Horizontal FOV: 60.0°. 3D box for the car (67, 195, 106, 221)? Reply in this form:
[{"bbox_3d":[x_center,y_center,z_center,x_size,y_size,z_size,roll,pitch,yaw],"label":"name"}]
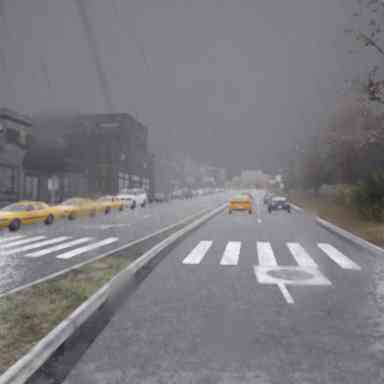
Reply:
[{"bbox_3d":[-8.626,1.140,24.328,1.946,1.575,5.366,0,1,11],"label":"car"}]

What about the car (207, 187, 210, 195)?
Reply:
[{"bbox_3d":[2.573,-0.019,84.272,2.185,1.767,4.553,0,1,11],"label":"car"}]

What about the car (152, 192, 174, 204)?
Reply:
[{"bbox_3d":[-4.519,0.792,46.325,2.163,1.488,4.792,0,1,11],"label":"car"}]

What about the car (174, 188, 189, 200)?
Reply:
[{"bbox_3d":[-2.479,0.575,57.221,2.231,1.521,4.892,0,1,11],"label":"car"}]

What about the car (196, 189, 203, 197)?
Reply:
[{"bbox_3d":[0.203,0.323,71.887,2.231,1.521,4.892,0,1,11],"label":"car"}]

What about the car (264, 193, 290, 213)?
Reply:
[{"bbox_3d":[7.703,1.036,29.801,1.812,1.442,4.674,0,1,11],"label":"car"}]

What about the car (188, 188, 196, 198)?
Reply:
[{"bbox_3d":[-1.474,0.230,62.614,2.435,2.045,5.566,0,1,11],"label":"car"}]

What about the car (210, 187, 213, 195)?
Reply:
[{"bbox_3d":[3.548,0.014,89.492,1.946,1.575,5.366,0,1,11],"label":"car"}]

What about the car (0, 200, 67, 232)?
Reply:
[{"bbox_3d":[-9.650,1.236,18.901,1.946,1.575,5.366,0,1,11],"label":"car"}]

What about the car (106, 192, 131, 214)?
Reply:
[{"bbox_3d":[-7.611,1.046,29.758,1.946,1.575,5.366,0,1,11],"label":"car"}]

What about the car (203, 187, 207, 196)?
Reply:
[{"bbox_3d":[1.520,0.202,78.631,1.946,1.575,5.366,0,1,11],"label":"car"}]

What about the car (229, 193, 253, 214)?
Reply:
[{"bbox_3d":[4.340,1.018,29.504,1.882,1.535,5.008,0,1,11],"label":"car"}]

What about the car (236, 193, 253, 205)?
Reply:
[{"bbox_3d":[6.962,0.843,43.475,2.033,1.411,5.357,0,1,11],"label":"car"}]

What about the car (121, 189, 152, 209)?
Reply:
[{"bbox_3d":[-6.544,0.699,35.462,2.435,2.045,5.566,0,1,11],"label":"car"}]

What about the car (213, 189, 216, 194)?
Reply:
[{"bbox_3d":[4.590,-0.331,95.073,2.435,2.045,5.566,0,1,11],"label":"car"}]
